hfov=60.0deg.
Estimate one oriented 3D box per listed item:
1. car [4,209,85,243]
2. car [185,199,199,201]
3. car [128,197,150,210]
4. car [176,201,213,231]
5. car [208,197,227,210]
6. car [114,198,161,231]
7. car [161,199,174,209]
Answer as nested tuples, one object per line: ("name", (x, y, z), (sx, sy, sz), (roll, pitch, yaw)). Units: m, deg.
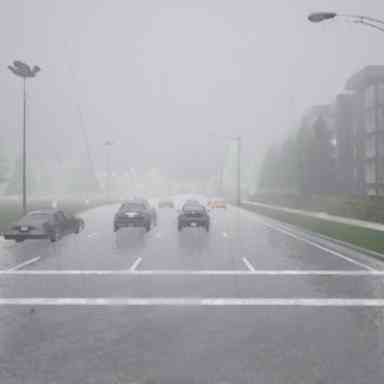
("car", (-6.903, 1.555, 16.200), (2.033, 1.411, 5.357), (0, 0, 0))
("car", (0.006, 1.586, 46.220), (1.994, 1.385, 4.181), (0, 0, 0))
("car", (-7.006, 1.514, 44.358), (2.128, 1.511, 4.902), (0, 0, 0))
("car", (0.097, 1.515, 20.662), (1.837, 1.490, 4.892), (0, 0, 0))
("car", (3.493, 1.498, 44.196), (1.882, 1.535, 5.008), (0, 0, 0))
("car", (-3.404, 1.362, 20.774), (2.097, 1.767, 4.553), (0, 0, 0))
("car", (-3.493, 1.623, 46.246), (1.895, 1.301, 4.718), (0, 0, 0))
